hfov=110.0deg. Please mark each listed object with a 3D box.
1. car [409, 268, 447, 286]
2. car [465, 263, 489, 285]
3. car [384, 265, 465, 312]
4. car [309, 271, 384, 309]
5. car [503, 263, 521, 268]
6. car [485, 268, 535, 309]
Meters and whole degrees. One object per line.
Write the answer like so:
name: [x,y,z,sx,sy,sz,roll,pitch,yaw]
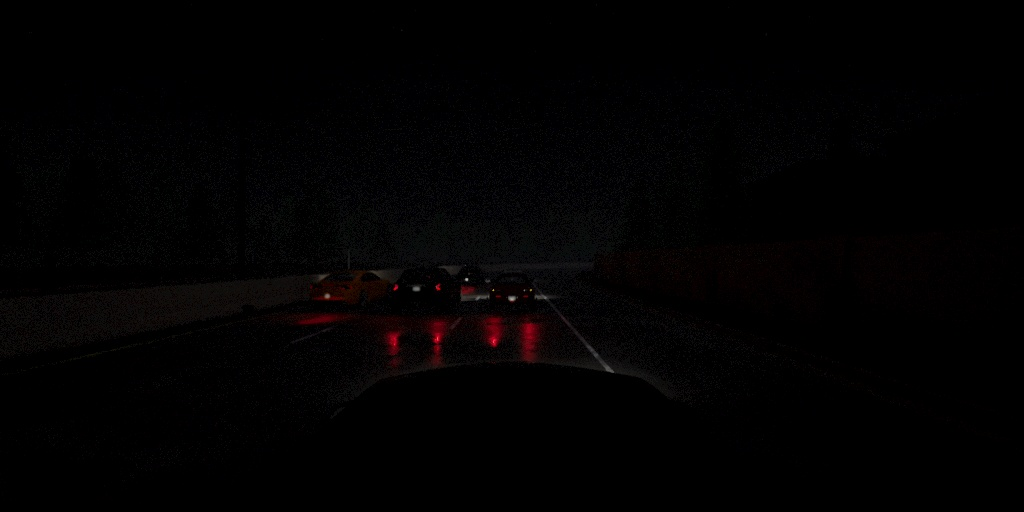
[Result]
car: [-6.878,1.662,29.934,1.895,1.301,4.718,0,-1,3]
car: [-3.352,1.570,30.099,1.837,1.490,4.892,0,0,4]
car: [-3.484,1.251,15.250,2.097,1.767,4.553,0,-1,0]
car: [-6.979,1.386,16.058,1.882,1.535,5.008,0,0,0]
car: [0.179,1.592,30.419,1.812,1.442,4.674,0,0,4]
car: [0.019,1.430,15.714,1.812,1.442,4.674,0,0,0]
